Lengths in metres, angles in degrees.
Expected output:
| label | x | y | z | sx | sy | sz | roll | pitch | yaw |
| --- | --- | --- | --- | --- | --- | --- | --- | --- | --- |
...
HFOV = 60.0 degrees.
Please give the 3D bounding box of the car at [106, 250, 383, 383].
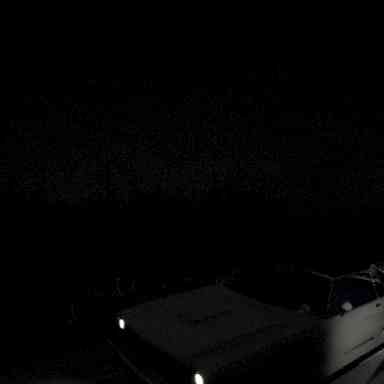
| label | x | y | z | sx | sy | sz | roll | pitch | yaw |
| --- | --- | --- | --- | --- | --- | --- | --- | --- | --- |
| car | 1.347 | 1.578 | 4.517 | 4.718 | 1.301 | 1.895 | -1 | 0 | -37 |
